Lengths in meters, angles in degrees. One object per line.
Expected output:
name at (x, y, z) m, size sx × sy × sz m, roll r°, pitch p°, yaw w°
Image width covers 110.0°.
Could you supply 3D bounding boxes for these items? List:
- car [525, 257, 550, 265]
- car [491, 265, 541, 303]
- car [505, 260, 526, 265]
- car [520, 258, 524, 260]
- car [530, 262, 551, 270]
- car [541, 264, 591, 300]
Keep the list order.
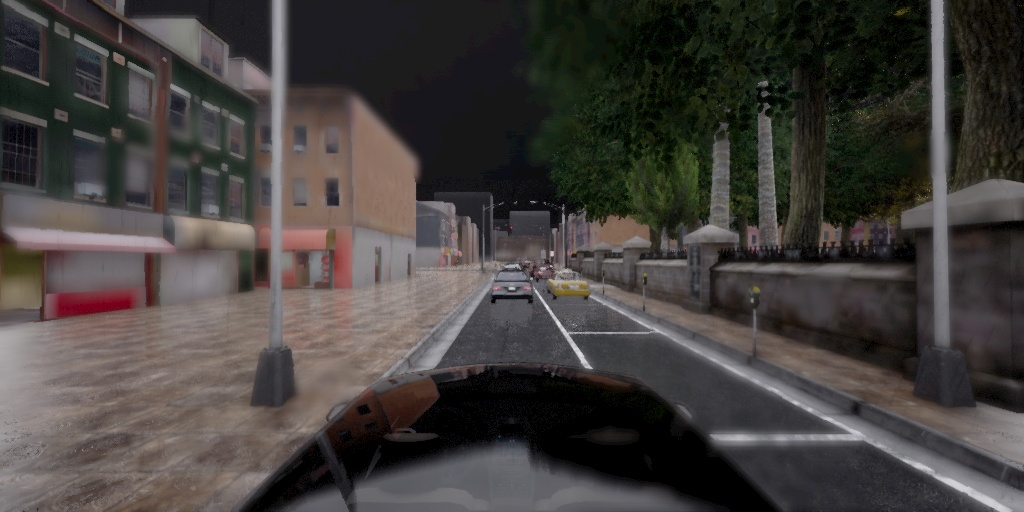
car at (2.638, 1.096, 33.756) m, size 2.192 × 1.841 × 5.009 m, roll 0°, pitch 0°, yaw 0°
car at (0.000, 1.321, 16.500) m, size 2.033 × 1.411 × 5.357 m, roll 0°, pitch 0°, yaw 0°
car at (0.000, 1.311, 31.502) m, size 1.812 × 1.442 × 4.674 m, roll 0°, pitch 0°, yaw 0°
car at (2.638, 1.396, 60.185) m, size 1.888 × 1.381 × 4.507 m, roll 0°, pitch 0°, yaw 0°
car at (2.638, 1.354, 28.307) m, size 1.802 × 1.307 × 4.207 m, roll 0°, pitch 0°, yaw 0°
car at (2.638, 1.283, 17.578) m, size 1.751 × 1.417 × 4.829 m, roll 0°, pitch 0°, yaw 0°
